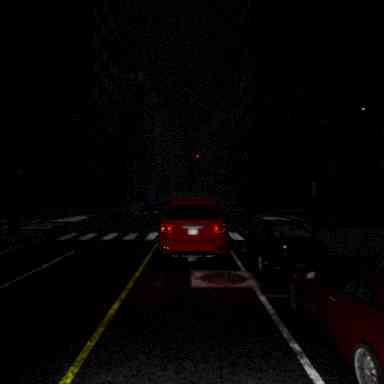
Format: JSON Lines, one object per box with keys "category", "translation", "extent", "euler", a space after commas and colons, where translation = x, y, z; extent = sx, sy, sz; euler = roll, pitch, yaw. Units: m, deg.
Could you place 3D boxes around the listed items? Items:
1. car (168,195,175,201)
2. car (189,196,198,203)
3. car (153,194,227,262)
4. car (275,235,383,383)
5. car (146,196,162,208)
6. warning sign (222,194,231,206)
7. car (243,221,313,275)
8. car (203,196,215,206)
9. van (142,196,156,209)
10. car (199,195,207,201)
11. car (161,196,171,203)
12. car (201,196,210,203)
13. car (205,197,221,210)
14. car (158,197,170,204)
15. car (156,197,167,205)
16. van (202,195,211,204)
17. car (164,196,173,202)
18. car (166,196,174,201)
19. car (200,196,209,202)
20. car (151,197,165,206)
{"category": "car", "translation": [-5.547, 1.624, 90.178], "extent": [1.752, 1.417, 4.829], "euler": [0, 0, 0]}
{"category": "car", "translation": [0.252, 1.631, 75.339], "extent": [1.994, 1.385, 4.181], "euler": [0, 0, 0]}
{"category": "car", "translation": [0.007, 1.236, 12.277], "extent": [2.150, 2.045, 5.566], "euler": [0, 0, 0]}
{"category": "car", "translation": [2.666, 1.587, 4.726], "extent": [1.802, 1.307, 4.206], "euler": [0, 0, 0]}
{"category": "car", "translation": [-5.708, 1.500, 50.671], "extent": [1.967, 1.590, 4.097], "euler": [0, 0, 0]}
{"category": "warning sign", "translation": [5.220, 1.176, 50.954], "extent": [1.300, 1.860, 1.060], "euler": [0, 0, 0]}
{"category": "car", "translation": [2.664, 1.562, 10.320], "extent": [2.008, 1.369, 4.403], "euler": [0, 0, 0]}
{"category": "car", "translation": [2.840, 1.507, 56.308], "extent": [1.967, 1.590, 4.097], "euler": [0, 0, 0]}
{"category": "van", "translation": [-5.732, 1.394, 45.002], "extent": [1.690, 1.788, 3.998], "euler": [0, 0, 0]}
{"category": "car", "translation": [2.979, 1.540, 90.324], "extent": [1.967, 1.590, 4.097], "euler": [0, 0, 0]}
{"category": "car", "translation": [-5.617, 1.610, 73.173], "extent": [1.752, 1.417, 4.829], "euler": [0, 0, 0]}
{"category": "car", "translation": [2.910, 1.611, 73.485], "extent": [1.752, 1.417, 4.829], "euler": [0, 0, 0]}
{"category": "car", "translation": [2.794, 1.493, 44.970], "extent": [1.967, 1.590, 4.097], "euler": [0, 0, 0]}
{"category": "car", "translation": [-5.639, 1.645, 67.675], "extent": [1.947, 1.339, 4.313], "euler": [0, 0, 0]}
{"category": "car", "translation": [-5.662, 1.655, 62.007], "extent": [1.802, 1.307, 4.206], "euler": [0, 0, 0]}
{"category": "van", "translation": [2.886, 1.421, 67.646], "extent": [1.690, 1.788, 3.998], "euler": [0, 0, 0]}
{"category": "car", "translation": [-5.593, 1.656, 79.012], "extent": [1.947, 1.339, 4.313], "euler": [0, 0, 0]}
{"category": "car", "translation": [-5.570, 1.639, 84.679], "extent": [1.887, 1.381, 4.507], "euler": [0, 0, 0]}
{"category": "car", "translation": [2.933, 1.641, 78.985], "extent": [2.008, 1.369, 4.403], "euler": [0, 0, 0]}
{"category": "car", "translation": [-5.685, 1.633, 56.339], "extent": [1.947, 1.339, 4.313], "euler": [0, 0, 0]}
